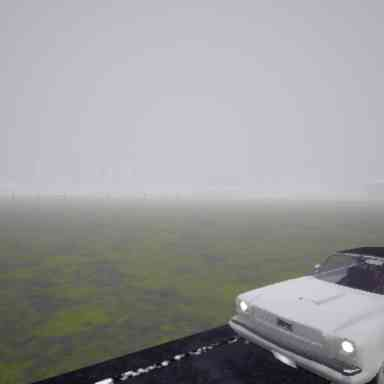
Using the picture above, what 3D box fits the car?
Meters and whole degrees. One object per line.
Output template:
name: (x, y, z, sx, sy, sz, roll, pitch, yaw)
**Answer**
car: (2.852, 1.612, 5.107, 4.718, 1.301, 1.895, 0, 0, -36)
